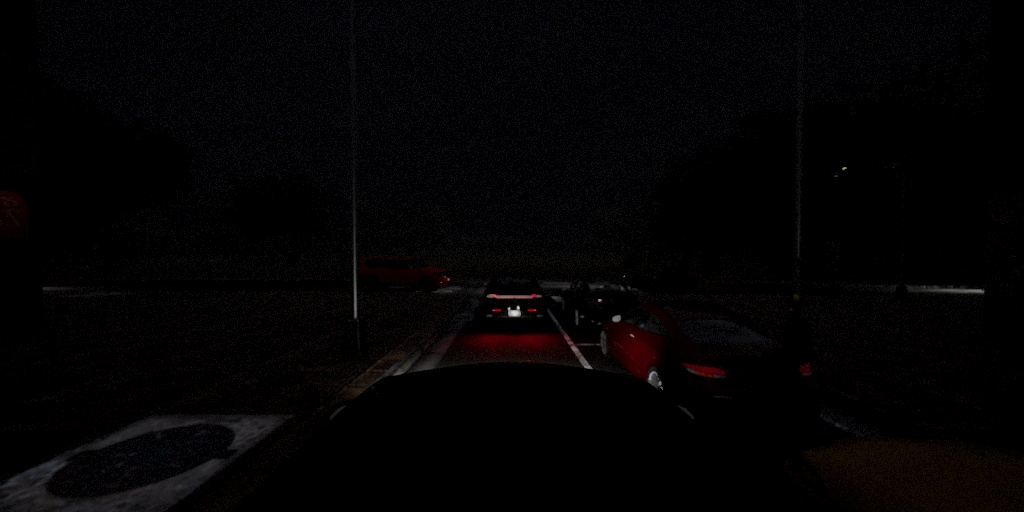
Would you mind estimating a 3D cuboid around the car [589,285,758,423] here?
[{"bbox_3d":[2.630,1.347,5.690,1.802,1.307,4.207,0,0,0],"label":"car"}]

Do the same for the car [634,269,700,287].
[{"bbox_3d":[10.056,1.520,24.530,4.718,1.301,1.895,1,1,0],"label":"car"}]

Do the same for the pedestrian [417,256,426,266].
[{"bbox_3d":[-6.926,0.863,27.390,0.375,1.860,0.375,0,1,0],"label":"pedestrian"}]

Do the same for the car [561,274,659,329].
[{"bbox_3d":[2.620,1.337,11.222,2.007,1.370,4.403,0,0,0],"label":"car"}]

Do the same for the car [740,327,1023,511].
[{"bbox_3d":[2.640,1.269,0.327,1.751,1.417,4.829,0,0,0],"label":"car"}]

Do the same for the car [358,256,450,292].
[{"bbox_3d":[-6.605,1.050,21.533,5.566,2.045,2.150,0,1,0],"label":"car"}]

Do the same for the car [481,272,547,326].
[{"bbox_3d":[0.055,1.281,11.749,2.128,1.511,4.902,0,0,0],"label":"car"}]
